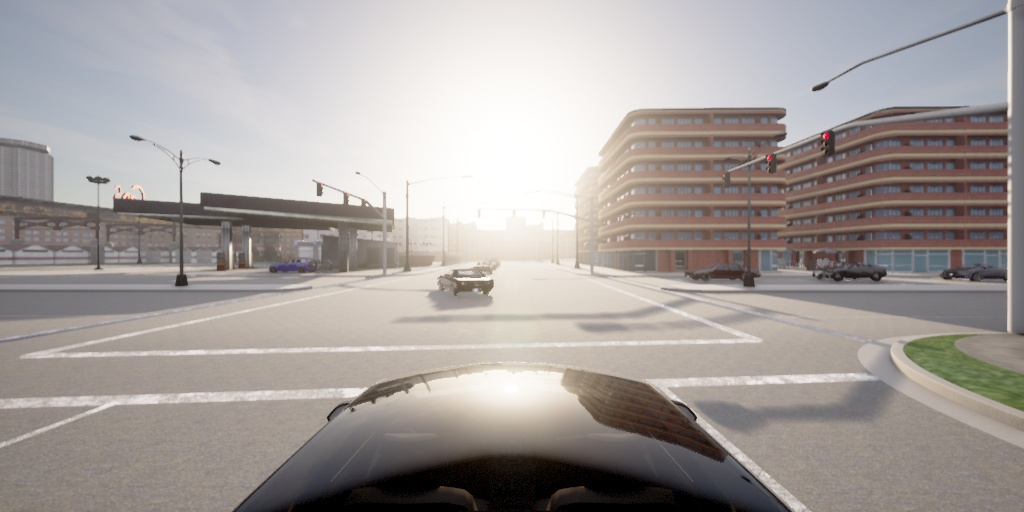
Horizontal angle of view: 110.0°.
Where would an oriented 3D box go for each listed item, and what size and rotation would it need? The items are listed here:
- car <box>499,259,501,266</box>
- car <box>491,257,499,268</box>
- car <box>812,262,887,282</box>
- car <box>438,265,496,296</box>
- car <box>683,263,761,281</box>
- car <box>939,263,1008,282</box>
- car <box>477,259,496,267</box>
[{"bbox_3d":[-3.238,1.257,59.705,1.895,1.301,4.718,0,0,0],"label":"car"},{"bbox_3d":[-3.222,1.236,49.781,1.994,1.385,4.181,0,0,0],"label":"car"},{"bbox_3d":[26.542,1.199,28.300,4.902,1.511,2.128,0,0,0],"label":"car"},{"bbox_3d":[-2.642,1.322,19.206,1.895,1.301,4.718,0,0,-23],"label":"car"},{"bbox_3d":[16.591,1.254,28.377,5.357,1.411,2.033,0,0,0],"label":"car"},{"bbox_3d":[36.546,1.271,28.226,4.181,1.385,1.994,0,0,0],"label":"car"},{"bbox_3d":[-3.117,1.289,39.867,1.895,1.301,4.718,0,0,-1],"label":"car"}]
